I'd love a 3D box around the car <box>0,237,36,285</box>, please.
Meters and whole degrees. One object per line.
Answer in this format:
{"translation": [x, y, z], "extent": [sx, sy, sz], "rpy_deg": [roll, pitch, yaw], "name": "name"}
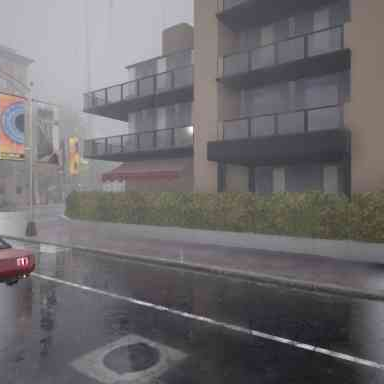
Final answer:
{"translation": [-5.991, 1.601, 8.255], "extent": [4.718, 1.301, 1.895], "rpy_deg": [0, 0, 35], "name": "car"}
